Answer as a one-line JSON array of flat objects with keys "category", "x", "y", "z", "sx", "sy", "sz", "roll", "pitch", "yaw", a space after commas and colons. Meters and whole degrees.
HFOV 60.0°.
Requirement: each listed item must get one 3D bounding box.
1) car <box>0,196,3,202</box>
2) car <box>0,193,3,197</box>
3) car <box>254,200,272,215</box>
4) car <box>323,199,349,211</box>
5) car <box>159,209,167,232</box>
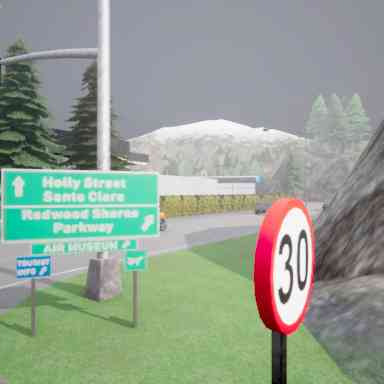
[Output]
[{"category": "car", "x": -12.386, "y": 1.501, "z": 26.071, "sx": 1.905, "sy": 1.878, "sz": 3.866, "roll": 0, "pitch": 0, "yaw": 35}, {"category": "car", "x": -38.583, "y": 1.479, "z": 70.017, "sx": 4.514, "sy": 1.523, "sz": 2.007, "roll": 0, "pitch": 0, "yaw": 35}, {"category": "car", "x": 8.410, "y": 1.694, "z": 36.066, "sx": 1.837, "sy": 1.490, "sz": 4.892, "roll": 0, "pitch": 0, "yaw": 36}, {"category": "car", "x": 19.087, "y": 1.791, "z": 44.480, "sx": 1.895, "sy": 1.301, "sz": 4.718, "roll": 0, "pitch": 0, "yaw": 36}, {"category": "car", "x": -3.579, "y": 1.542, "z": 19.599, "sx": 2.097, "sy": 1.767, "sz": 4.553, "roll": 0, "pitch": 0, "yaw": 36}]
